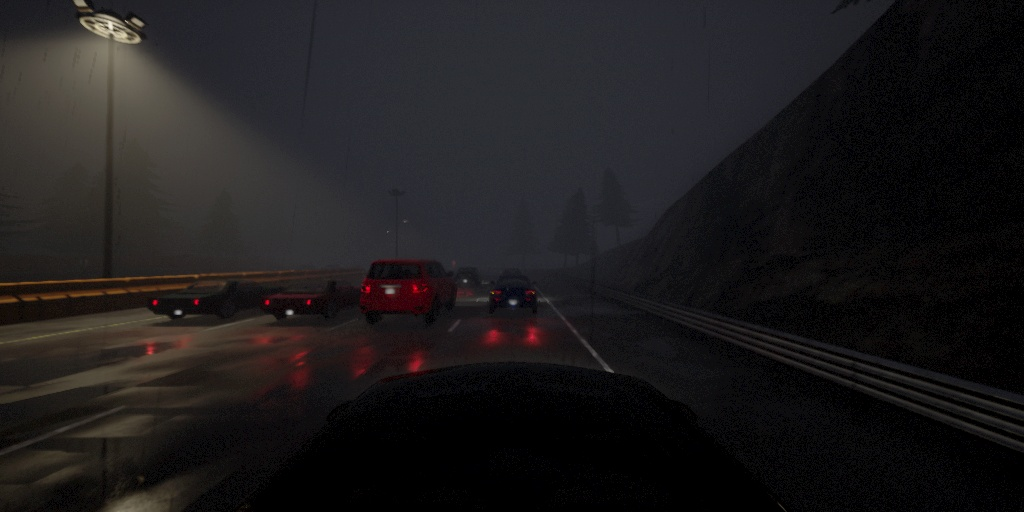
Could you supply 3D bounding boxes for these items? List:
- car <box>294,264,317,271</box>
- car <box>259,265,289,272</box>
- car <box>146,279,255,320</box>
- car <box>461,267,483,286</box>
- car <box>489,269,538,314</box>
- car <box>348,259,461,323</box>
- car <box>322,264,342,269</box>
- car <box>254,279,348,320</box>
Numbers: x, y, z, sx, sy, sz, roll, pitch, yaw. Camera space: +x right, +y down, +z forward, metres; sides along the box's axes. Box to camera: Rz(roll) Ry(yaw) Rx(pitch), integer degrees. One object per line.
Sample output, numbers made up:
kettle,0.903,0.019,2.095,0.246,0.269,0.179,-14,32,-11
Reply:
car,-30.343,1.957,52.780,1.837,1.490,4.892,0,0,-9
car,-33.460,1.970,50.557,2.033,1.411,5.357,0,-1,-8
car,-10.446,1.513,13.465,1.895,1.301,4.718,0,-1,1
car,-3.500,1.633,29.100,1.837,1.490,4.892,0,0,0
car,0.065,1.455,14.762,1.812,1.442,4.674,0,-1,1
car,-3.451,1.128,12.929,2.150,2.045,5.566,0,-1,1
car,-26.992,1.972,53.872,1.837,1.490,4.892,0,0,-10
car,-6.946,1.513,13.459,1.895,1.301,4.718,0,-1,1
